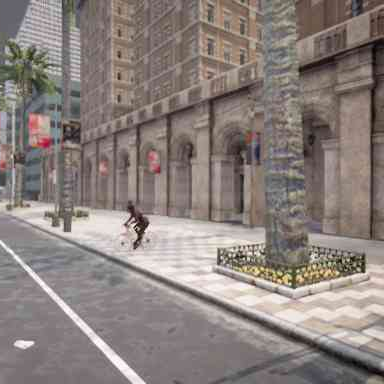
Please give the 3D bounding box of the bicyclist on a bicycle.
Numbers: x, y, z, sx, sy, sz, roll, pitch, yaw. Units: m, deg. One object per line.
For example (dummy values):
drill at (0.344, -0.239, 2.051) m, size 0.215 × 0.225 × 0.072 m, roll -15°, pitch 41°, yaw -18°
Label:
bicyclist on a bicycle at (-1.974, 1.287, 11.624) m, size 1.656 × 1.620 × 0.582 m, roll 0°, pitch 0°, yaw -36°
